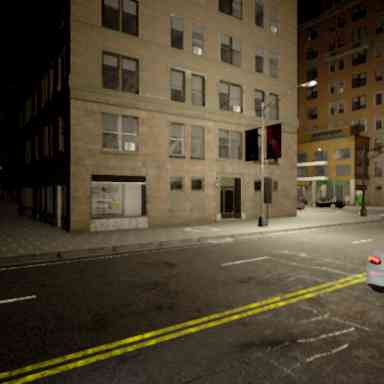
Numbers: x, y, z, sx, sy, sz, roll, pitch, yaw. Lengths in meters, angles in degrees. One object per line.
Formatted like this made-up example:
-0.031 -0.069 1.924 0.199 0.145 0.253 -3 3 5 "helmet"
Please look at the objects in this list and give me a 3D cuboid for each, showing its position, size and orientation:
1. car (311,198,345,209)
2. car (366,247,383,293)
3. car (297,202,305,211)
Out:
17.579 1.484 43.033 1.947 1.339 4.313 0 0 -35 "car"
5.708 1.504 7.465 4.674 1.442 1.812 0 0 -35 "car"
10.998 1.346 38.441 1.967 1.590 4.097 0 0 -35 "car"
